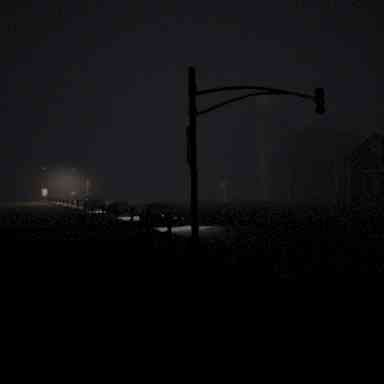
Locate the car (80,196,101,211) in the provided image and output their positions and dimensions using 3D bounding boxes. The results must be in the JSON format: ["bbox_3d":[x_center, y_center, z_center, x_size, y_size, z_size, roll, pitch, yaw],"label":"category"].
[{"bbox_3d":[-12.133,1.561,41.802,2.033,1.411,5.357,-1,0,-29],"label":"car"}]

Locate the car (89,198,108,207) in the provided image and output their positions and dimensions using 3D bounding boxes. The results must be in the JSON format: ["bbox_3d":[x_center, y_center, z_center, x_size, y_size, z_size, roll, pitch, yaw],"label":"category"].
[{"bbox_3d":[-14.755,1.584,52.438,1.895,1.301,4.718,-1,0,-29],"label":"car"}]

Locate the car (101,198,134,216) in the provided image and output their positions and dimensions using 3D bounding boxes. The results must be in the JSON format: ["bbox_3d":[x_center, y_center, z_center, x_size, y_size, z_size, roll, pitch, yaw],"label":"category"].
[{"bbox_3d":[-7.005,1.545,32.524,2.033,1.411,5.357,-1,0,-29],"label":"car"}]

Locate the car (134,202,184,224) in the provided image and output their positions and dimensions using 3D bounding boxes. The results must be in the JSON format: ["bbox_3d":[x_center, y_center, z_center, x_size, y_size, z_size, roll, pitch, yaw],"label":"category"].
[{"bbox_3d":[-2.268,1.486,23.962,1.837,1.490,4.892,-1,0,-29],"label":"car"}]
